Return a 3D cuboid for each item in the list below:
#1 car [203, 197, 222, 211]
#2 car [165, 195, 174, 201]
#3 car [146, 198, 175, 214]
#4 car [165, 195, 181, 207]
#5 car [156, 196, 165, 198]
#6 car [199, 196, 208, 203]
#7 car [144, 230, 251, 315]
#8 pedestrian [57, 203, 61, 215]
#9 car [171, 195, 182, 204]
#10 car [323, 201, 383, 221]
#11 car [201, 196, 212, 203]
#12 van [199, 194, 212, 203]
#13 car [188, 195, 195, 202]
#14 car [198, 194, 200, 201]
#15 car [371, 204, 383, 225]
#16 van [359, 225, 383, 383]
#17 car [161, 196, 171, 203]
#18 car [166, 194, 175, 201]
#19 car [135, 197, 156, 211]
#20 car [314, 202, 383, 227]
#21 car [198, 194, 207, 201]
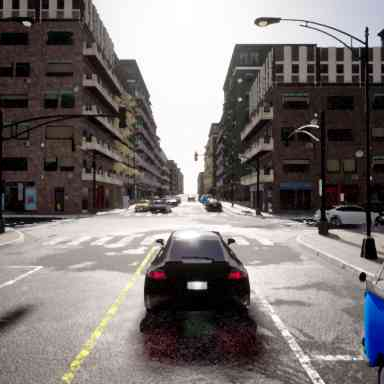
[{"bbox_3d":[2.638,1.580,40.027,1.947,1.339,4.313,1,0,0],"label":"car"},{"bbox_3d":[-5.816,1.587,85.154,2.008,1.369,4.403,1,0,0],"label":"car"},{"bbox_3d":[-3.368,1.613,36.361,1.895,1.301,4.718,0,0,4],"label":"car"},{"bbox_3d":[-3.179,1.583,52.483,1.994,1.385,4.181,0,0,0],"label":"car"},{"bbox_3d":[-5.759,1.459,51.298,1.967,1.590,4.097,1,0,0],"label":"car"},{"bbox_3d":[2.582,1.612,73.882,1.802,1.307,4.206,1,0,0],"label":"car"},{"bbox_3d":[0.088,1.566,7.683,1.994,1.385,4.181,0,0,0],"label":"car"},{"bbox_3d":[-12.590,1.597,31.437,0.500,1.100,0.500,0,-1,1],"label":"pedestrian"},{"bbox_3d":[-3.130,1.504,66.678,1.882,1.535,5.008,0,0,0],"label":"car"},{"bbox_3d":[13.596,1.608,28.229,4.097,1.590,1.967,0,-1,1],"label":"car"},{"bbox_3d":[2.629,1.567,45.669,2.008,1.369,4.403,1,0,0],"label":"car"},{"bbox_3d":[2.614,1.362,56.954,1.690,1.788,3.998,1,0,0],"label":"van"},{"bbox_3d":[-0.131,1.559,80.557,2.128,1.511,4.902,0,0,0],"label":"car"},{"bbox_3d":[2.592,1.552,68.409,1.752,1.417,4.829,1,0,0],"label":"car"},{"bbox_3d":[13.506,1.583,19.848,4.313,1.339,1.947,0,-1,1],"label":"car"},{"bbox_3d":[2.670,1.342,2.080,1.690,1.788,3.998,1,0,0],"label":"van"},{"bbox_3d":[-5.797,1.575,73.869,1.887,1.381,4.507,1,0,0],"label":"car"},{"bbox_3d":[-5.823,1.480,90.797,1.967,1.590,4.097,1,0,0],"label":"car"},{"bbox_3d":[-5.741,1.539,39.843,1.752,1.417,4.829,1,0,0],"label":"car"},{"bbox_3d":[10.745,1.574,22.516,4.674,1.442,1.812,0,-1,3],"label":"car"},{"bbox_3d":[2.568,1.352,85.167,2.192,1.841,5.009,1,0,0],"label":"car"}]
